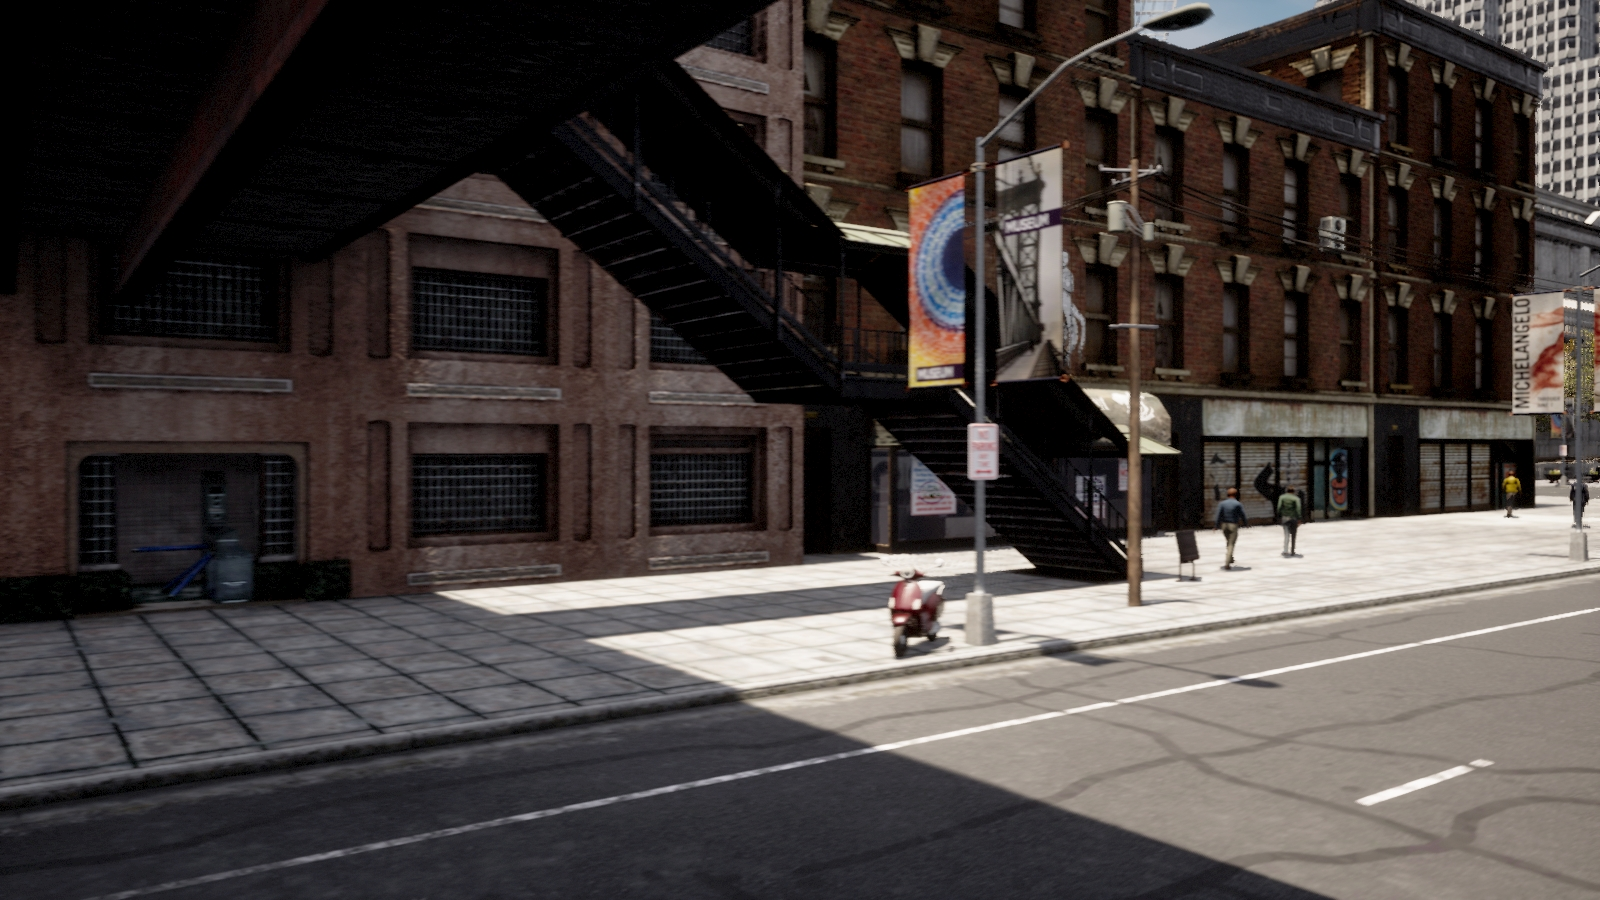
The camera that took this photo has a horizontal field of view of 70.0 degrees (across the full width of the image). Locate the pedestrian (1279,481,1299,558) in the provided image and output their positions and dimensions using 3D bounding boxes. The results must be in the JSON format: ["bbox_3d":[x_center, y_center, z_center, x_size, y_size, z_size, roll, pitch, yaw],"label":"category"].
[{"bbox_3d":[12.034,1.696,28.108,0.375,1.860,0.375,0,0,38],"label":"pedestrian"}]

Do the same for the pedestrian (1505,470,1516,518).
[{"bbox_3d":[27.632,1.696,44.429,0.375,1.860,0.375,0,0,34],"label":"pedestrian"}]

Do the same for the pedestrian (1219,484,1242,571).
[{"bbox_3d":[9.474,1.696,25.124,0.375,1.860,0.375,0,0,37],"label":"pedestrian"}]

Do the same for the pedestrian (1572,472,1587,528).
[{"bbox_3d":[26.419,1.696,38.737,0.375,1.860,0.375,0,0,42],"label":"pedestrian"}]
